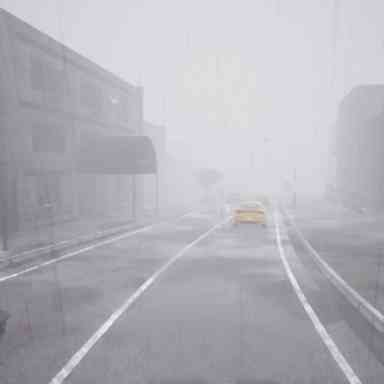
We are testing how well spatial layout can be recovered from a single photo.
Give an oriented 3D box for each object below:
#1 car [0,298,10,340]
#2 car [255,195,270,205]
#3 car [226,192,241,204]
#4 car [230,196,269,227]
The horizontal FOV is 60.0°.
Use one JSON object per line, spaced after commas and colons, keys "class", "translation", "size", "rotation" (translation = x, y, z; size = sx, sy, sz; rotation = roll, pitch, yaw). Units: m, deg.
{"class": "car", "translation": [-3.424, 1.503, 1.989], "size": [2.033, 1.411, 5.357], "rotation": [1, 0, 4]}
{"class": "car", "translation": [8.754, 1.041, 41.823], "size": [1.994, 1.385, 4.181], "rotation": [1, 2, 14]}
{"class": "car", "translation": [5.789, 0.835, 45.175], "size": [1.837, 1.490, 4.892], "rotation": [1, 1, 14]}
{"class": "car", "translation": [3.857, 1.327, 21.626], "size": [1.882, 1.535, 5.008], "rotation": [1, 1, 13]}
